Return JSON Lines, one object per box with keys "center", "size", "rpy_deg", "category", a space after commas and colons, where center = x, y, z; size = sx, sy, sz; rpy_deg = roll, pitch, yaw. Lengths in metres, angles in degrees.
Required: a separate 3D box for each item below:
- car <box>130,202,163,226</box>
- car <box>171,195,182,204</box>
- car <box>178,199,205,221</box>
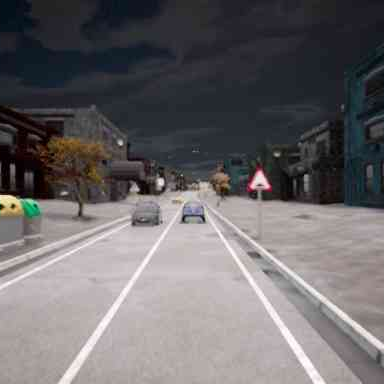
{"center": [-3.099, 1.494, 23.496], "size": [1.837, 1.490, 4.892], "rpy_deg": [0, 1, 0], "category": "car"}
{"center": [-3.016, 1.392, 64.415], "size": [1.882, 1.535, 5.008], "rpy_deg": [0, 0, 1], "category": "car"}
{"center": [0.099, 1.529, 27.406], "size": [2.033, 1.411, 5.357], "rpy_deg": [0, -1, 0], "category": "car"}
